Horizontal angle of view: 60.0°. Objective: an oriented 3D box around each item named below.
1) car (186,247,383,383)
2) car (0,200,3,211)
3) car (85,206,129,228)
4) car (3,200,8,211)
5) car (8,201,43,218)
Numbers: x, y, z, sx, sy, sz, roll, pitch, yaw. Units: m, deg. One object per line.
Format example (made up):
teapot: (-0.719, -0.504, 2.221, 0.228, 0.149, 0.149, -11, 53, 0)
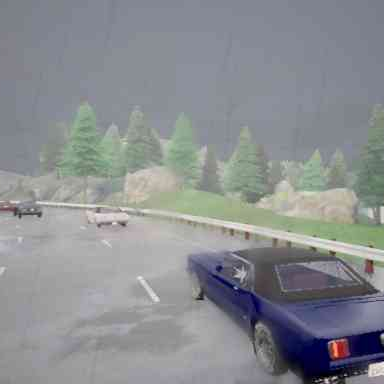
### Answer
car: (1.359, 1.604, 5.678, 1.895, 1.301, 4.718, 0, 0, -17)
car: (-9.104, 1.356, 13.244, 2.097, 1.767, 4.553, 0, 0, -24)
car: (-5.836, 1.610, 22.365, 1.895, 1.301, 4.718, 0, 0, -29)
car: (-21.874, 1.576, 38.172, 1.994, 1.385, 4.181, 0, 0, -43)
car: (-14.919, 1.558, 30.052, 2.033, 1.411, 5.357, 0, 0, -36)
